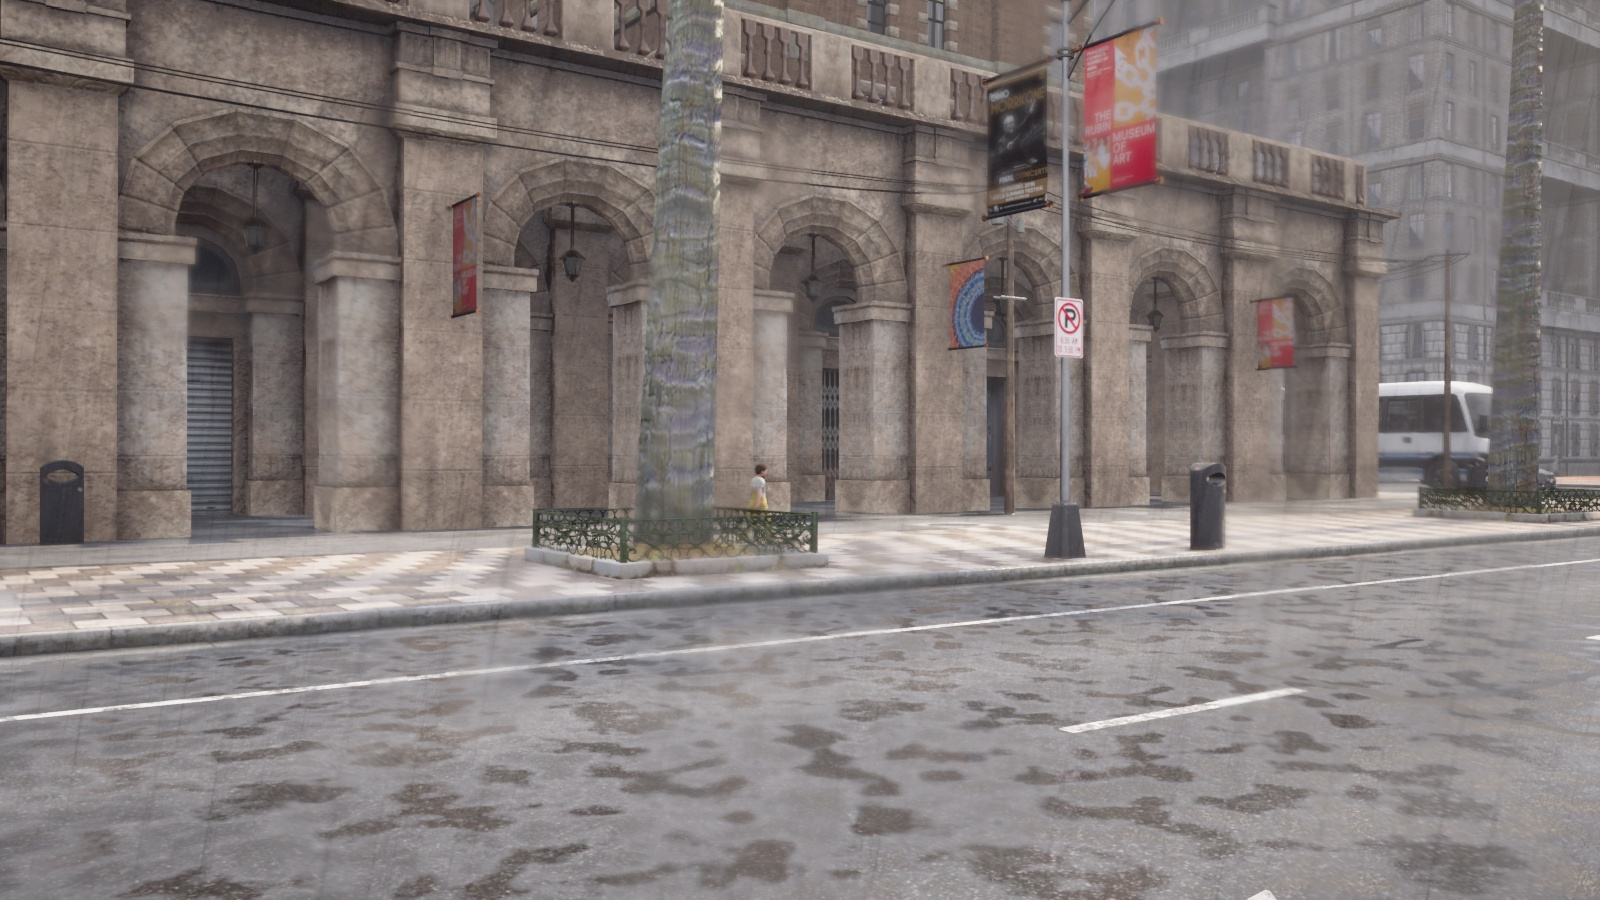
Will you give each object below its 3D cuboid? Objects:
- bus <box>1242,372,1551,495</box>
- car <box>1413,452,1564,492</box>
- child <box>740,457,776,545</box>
[{"bbox_3d":[22.863,-0.560,48.917,3.944,4.253,10.273,0,0,-35],"label":"bus"},{"bbox_3d":[26.913,0.813,49.256,1.837,1.490,4.892,0,0,-34],"label":"car"},{"bbox_3d":[-0.603,0.727,18.117,0.437,1.263,0.270,0,0,-35],"label":"child"}]
